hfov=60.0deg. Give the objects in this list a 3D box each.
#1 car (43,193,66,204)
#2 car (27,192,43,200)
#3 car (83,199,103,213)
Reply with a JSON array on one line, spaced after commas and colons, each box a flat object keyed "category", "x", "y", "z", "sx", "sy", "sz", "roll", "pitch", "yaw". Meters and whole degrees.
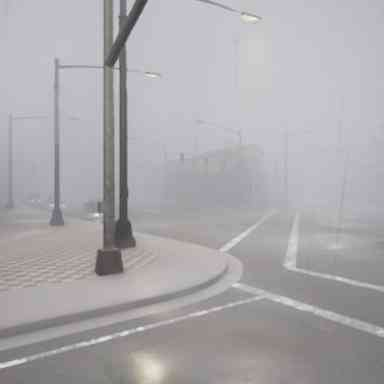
[{"category": "car", "x": -20.136, "y": 0.947, "z": 49.177, "sx": 1.812, "sy": 1.442, "sz": 4.674, "roll": 0, "pitch": 2, "yaw": -36}, {"category": "car", "x": -29.389, "y": 0.706, "z": 62.141, "sx": 1.994, "sy": 1.385, "sz": 4.181, "roll": 0, "pitch": 0, "yaw": -36}, {"category": "car", "x": -9.938, "y": 1.402, "z": 35.044, "sx": 1.994, "sy": 1.385, "sz": 4.181, "roll": 0, "pitch": 1, "yaw": -36}]
